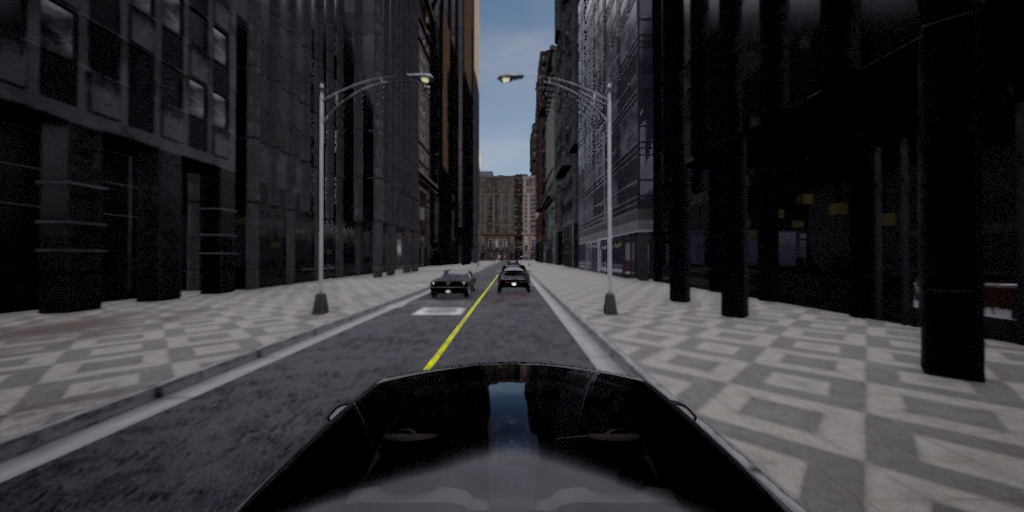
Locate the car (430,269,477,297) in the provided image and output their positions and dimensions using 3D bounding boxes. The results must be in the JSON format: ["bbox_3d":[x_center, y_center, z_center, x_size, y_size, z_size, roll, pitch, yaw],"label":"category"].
[{"bbox_3d":[-2.992,1.361,19.024,1.895,1.301,4.718,0,0,0],"label":"car"}]

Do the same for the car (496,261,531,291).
[{"bbox_3d":[0.110,1.266,21.926,1.837,1.490,4.892,0,0,0],"label":"car"}]
